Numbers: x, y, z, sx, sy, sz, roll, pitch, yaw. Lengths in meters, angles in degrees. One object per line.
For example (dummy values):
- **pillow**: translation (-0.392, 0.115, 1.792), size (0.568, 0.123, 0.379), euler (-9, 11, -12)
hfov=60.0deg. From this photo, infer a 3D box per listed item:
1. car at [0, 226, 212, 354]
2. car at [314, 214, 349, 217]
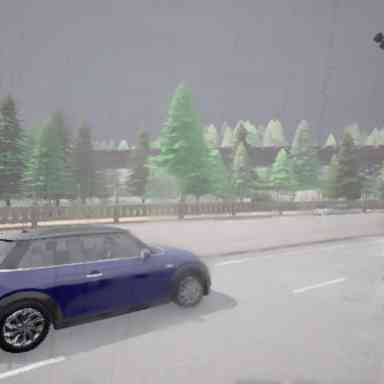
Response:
- **car**: translation (-1.774, 1.456, 6.586), size (4.553, 1.767, 2.097), euler (0, -1, -38)
- **car**: translation (13.720, 1.888, 31.769), size (4.718, 1.301, 1.895), euler (0, -1, -22)
